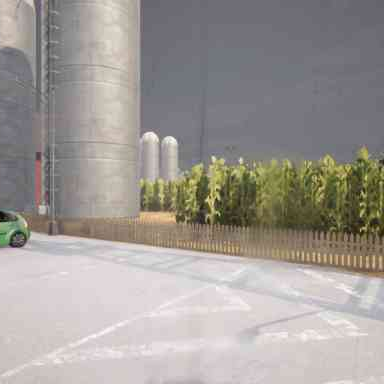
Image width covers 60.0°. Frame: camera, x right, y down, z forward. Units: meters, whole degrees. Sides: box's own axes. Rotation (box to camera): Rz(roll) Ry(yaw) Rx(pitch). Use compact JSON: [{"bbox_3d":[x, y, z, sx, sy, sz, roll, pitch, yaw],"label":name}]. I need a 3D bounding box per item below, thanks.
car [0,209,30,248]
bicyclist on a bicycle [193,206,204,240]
[{"bbox_3d":[-8.503,1.483,12.789,1.851,1.617,3.988,0,0,34],"label":"car"},{"bbox_3d":[0.529,1.515,15.932,0.582,1.620,1.656,-1,4,-43],"label":"bicyclist on a bicycle"}]
